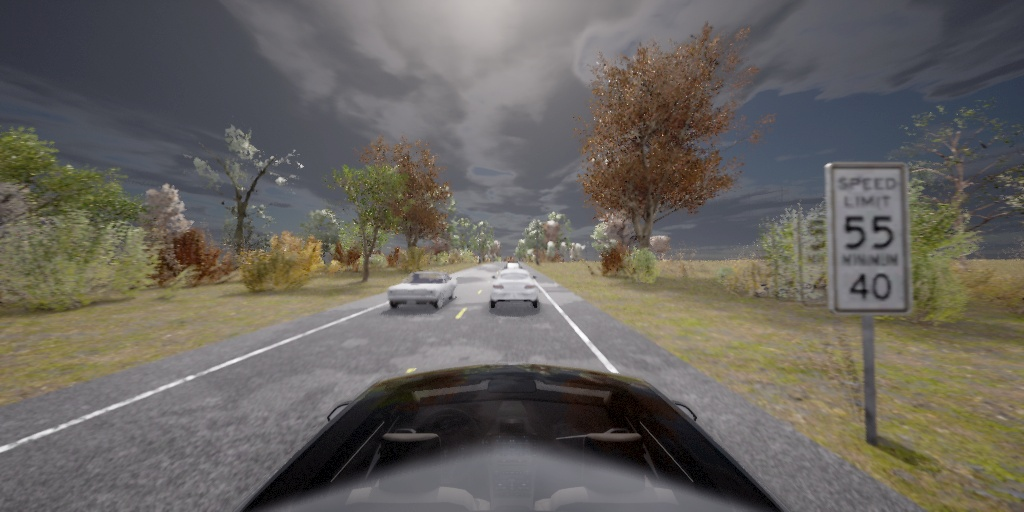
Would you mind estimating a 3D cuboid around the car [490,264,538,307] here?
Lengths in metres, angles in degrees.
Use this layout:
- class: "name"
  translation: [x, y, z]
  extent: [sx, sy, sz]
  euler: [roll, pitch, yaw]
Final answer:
- class: "car"
  translation: [0.083, 1.248, 15.141]
  extent: [1.812, 1.442, 4.674]
  euler: [0, 0, 0]

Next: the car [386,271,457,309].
- class: "car"
  translation: [-3.547, 1.324, 14.871]
  extent: [1.895, 1.301, 4.718]
  euler: [0, 0, 1]

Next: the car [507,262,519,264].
- class: "car"
  translation: [0.098, 1.275, 33.681]
  extent: [1.994, 1.385, 4.181]
  euler: [0, 0, 0]
